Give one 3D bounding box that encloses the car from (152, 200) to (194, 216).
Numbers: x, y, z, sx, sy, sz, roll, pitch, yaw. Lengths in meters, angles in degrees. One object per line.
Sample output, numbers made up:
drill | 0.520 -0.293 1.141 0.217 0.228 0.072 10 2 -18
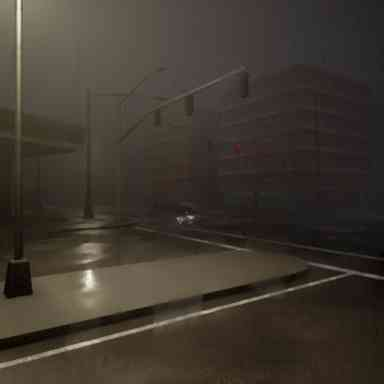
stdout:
car | -2.054 1.545 33.355 2.033 1.411 5.357 0 0 -36
